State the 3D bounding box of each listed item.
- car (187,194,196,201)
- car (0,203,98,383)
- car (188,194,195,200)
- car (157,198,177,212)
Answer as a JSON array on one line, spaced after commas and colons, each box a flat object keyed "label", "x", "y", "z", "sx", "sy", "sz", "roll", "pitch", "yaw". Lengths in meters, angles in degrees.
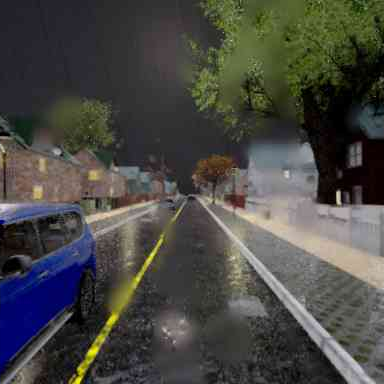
[{"label": "car", "x": -0.088, "y": 1.279, "z": 73.687, "sx": 1.882, "sy": 1.535, "sz": 5.008, "roll": 0, "pitch": 0, "yaw": 0}, {"label": "car", "x": -2.849, "y": 1.207, "z": 4.161, "sx": 2.150, "sy": 2.045, "sz": 5.566, "roll": 0, "pitch": 0, "yaw": 0}, {"label": "car", "x": -0.100, "y": 1.245, "z": 84.077, "sx": 1.812, "sy": 1.442, "sz": 4.674, "roll": 0, "pitch": 0, "yaw": 0}, {"label": "car", "x": -2.794, "y": 1.443, "z": 37.693, "sx": 1.812, "sy": 1.442, "sz": 4.674, "roll": 0, "pitch": 0, "yaw": 0}]
